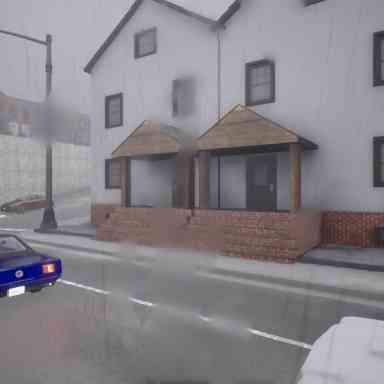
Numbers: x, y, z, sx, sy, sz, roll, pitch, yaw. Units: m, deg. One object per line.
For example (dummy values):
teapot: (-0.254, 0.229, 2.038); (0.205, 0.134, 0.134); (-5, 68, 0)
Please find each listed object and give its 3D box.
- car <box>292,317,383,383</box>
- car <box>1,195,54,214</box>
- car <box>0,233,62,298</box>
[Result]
car: (2.984, 1.601, 1.853); (4.718, 1.301, 1.895); (0, 0, 36)
car: (-14.385, 0.973, 29.266); (1.994, 1.385, 4.181); (0, 7, 35)
car: (-5.131, 1.601, 7.632); (4.718, 1.301, 1.895); (0, 0, 36)
